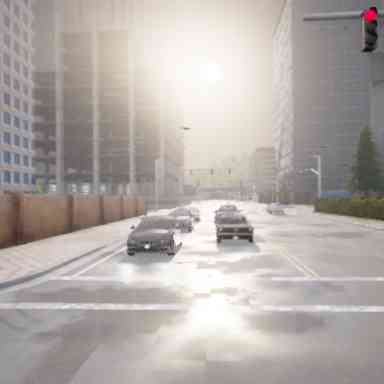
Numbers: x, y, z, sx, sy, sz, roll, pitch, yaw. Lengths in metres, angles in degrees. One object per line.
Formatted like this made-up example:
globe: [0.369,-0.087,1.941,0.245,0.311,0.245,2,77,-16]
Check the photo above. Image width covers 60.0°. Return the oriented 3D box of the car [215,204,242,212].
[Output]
car: [2.974,1.844,27.242,2.097,1.767,4.553,-1,-1,4]

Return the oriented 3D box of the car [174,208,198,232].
car: [-0.788,2.006,23.996,1.812,1.442,4.674,-1,-1,4]

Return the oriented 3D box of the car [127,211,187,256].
car: [-1.488,1.827,14.792,1.837,1.490,4.892,-1,-1,4]

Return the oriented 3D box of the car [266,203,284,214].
car: [11.589,2.259,46.507,1.812,1.442,4.674,-1,-1,5]

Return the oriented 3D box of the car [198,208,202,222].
car: [-0.071,2.236,33.078,1.895,1.301,4.718,-1,-1,5]

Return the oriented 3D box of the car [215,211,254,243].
car: [2.283,1.938,18.236,1.895,1.301,4.718,-1,-1,4]
